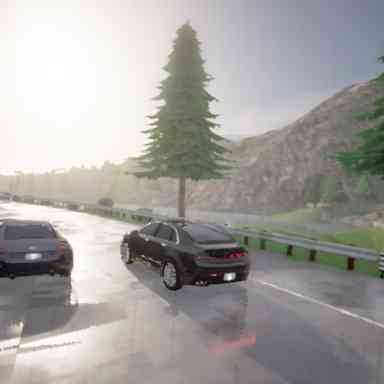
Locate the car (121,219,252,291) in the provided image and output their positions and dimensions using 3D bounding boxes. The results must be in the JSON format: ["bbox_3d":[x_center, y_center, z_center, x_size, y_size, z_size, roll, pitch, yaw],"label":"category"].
[{"bbox_3d":[-0.430,1.500,9.197,1.837,1.490,4.892,3,0,-31],"label":"car"}]

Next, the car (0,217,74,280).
[{"bbox_3d":[-4.665,1.389,9.254,1.994,1.385,4.181,2,0,-32],"label":"car"}]
